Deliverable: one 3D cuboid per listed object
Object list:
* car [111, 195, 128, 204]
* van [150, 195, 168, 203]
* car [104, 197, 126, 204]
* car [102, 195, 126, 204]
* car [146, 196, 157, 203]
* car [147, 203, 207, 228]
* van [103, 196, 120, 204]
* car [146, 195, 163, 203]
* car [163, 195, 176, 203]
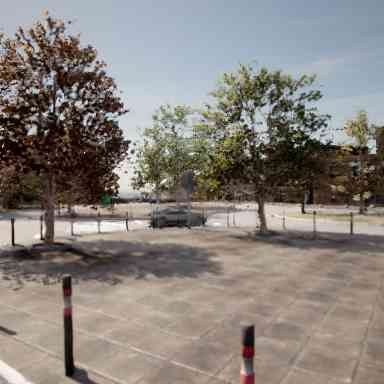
[{"bbox_3d":[-17.408,1.672,75.628,5.566,2.045,2.435,0,-1,-17],"label":"car"},{"bbox_3d":[-8.746,1.904,88.741,4.442,1.987,1.878,0,-2,-17],"label":"van"},{"bbox_3d":[-18.214,1.984,78.167,4.892,1.521,2.231,0,-1,-17],"label":"car"},{"bbox_3d":[-19.019,1.797,80.847,5.566,2.045,2.435,0,-1,-17],"label":"car"},{"bbox_3d":[-9.640,1.849,78.657,1.882,1.535,5.008,0,-1,-17],"label":"car"},{"bbox_3d":[-1.032,1.713,23.394,4.181,1.385,1.994,0,0,-20],"label":"car"},{"bbox_3d":[-22.179,2.172,91.558,4.442,1.987,1.878,0,-2,-17],"label":"van"},{"bbox_3d":[-7.642,1.730,68.511,1.882,1.535,5.008,0,-1,0],"label":"car"},{"bbox_3d":[-6.857,1.707,82.847,5.566,2.045,2.435,0,-1,-17],"label":"car"}]
